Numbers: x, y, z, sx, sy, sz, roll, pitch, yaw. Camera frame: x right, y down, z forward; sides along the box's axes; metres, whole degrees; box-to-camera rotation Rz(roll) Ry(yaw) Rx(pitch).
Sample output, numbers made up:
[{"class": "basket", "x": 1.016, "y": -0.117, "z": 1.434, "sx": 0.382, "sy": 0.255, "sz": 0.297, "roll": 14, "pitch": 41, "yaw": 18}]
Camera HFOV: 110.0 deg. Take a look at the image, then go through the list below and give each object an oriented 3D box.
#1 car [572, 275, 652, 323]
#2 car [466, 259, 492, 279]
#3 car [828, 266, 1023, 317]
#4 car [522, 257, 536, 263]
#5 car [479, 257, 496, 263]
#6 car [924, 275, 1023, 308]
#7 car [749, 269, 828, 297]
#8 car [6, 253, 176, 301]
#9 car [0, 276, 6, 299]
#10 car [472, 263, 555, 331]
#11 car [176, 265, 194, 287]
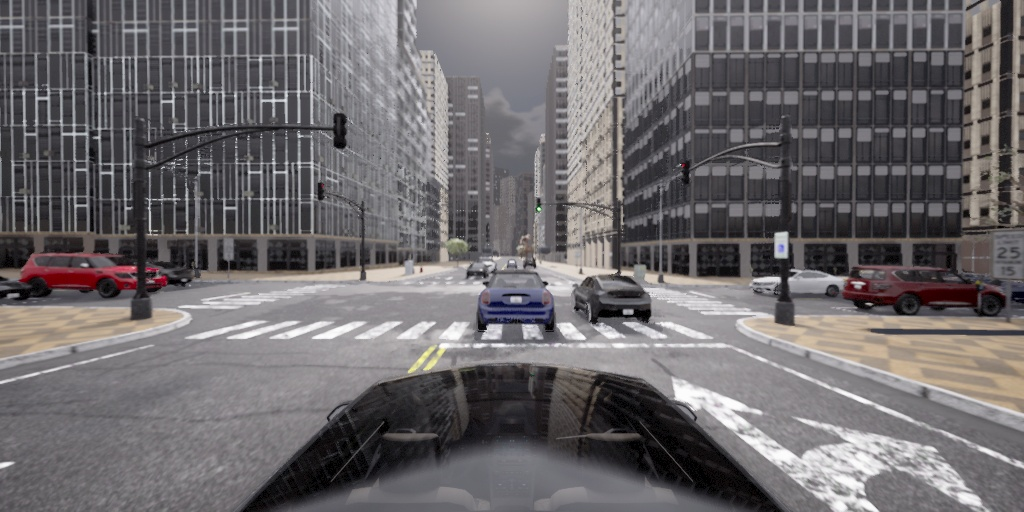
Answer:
[{"class": "car", "x": 3.348, "y": 1.397, "z": 12.750, "sx": 1.837, "sy": 1.490, "sz": 4.892, "roll": 0, "pitch": -1, "yaw": 0}, {"class": "car", "x": -3.341, "y": 1.352, "z": 35.198, "sx": 1.882, "sy": 1.535, "sz": 5.008, "roll": 0, "pitch": 0, "yaw": 0}, {"class": "car", "x": 16.194, "y": 1.333, "z": 14.288, "sx": 5.009, "sy": 1.841, "sz": 2.192, "roll": 0, "pitch": 0, "yaw": 1}, {"class": "car", "x": 3.255, "y": 1.191, "z": 65.047, "sx": 2.150, "sy": 2.045, "sz": 5.566, "roll": 0, "pitch": 0, "yaw": 0}, {"class": "car", "x": -3.326, "y": 1.129, "z": 45.148, "sx": 2.150, "sy": 2.045, "sz": 5.566, "roll": 0, "pitch": 0, "yaw": 0}, {"class": "car", "x": 22.867, "y": 1.646, "z": 16.816, "sx": 4.718, "sy": 1.301, "sz": 1.895, "roll": 1, "pitch": 1, "yaw": 2}, {"class": "car", "x": 15.894, "y": 1.474, "z": 20.072, "sx": 4.674, "sy": 1.442, "sz": 1.812, "roll": 0, "pitch": 1, "yaw": -1}, {"class": "car", "x": -20.280, "y": 0.889, "z": 17.477, "sx": 5.566, "sy": 2.045, "sz": 2.150, "roll": 0, "pitch": 1, "yaw": 1}, {"class": "car", "x": -22.731, "y": 1.242, "z": 14.820, "sx": 4.313, "sy": 1.339, "sz": 1.948, "roll": 0, "pitch": 0, "yaw": 1}, {"class": "car", "x": 0.109, "y": 1.203, "z": 11.414, "sx": 2.097, "sy": 1.767, "sz": 4.553, "roll": 0, "pitch": -1, "yaw": 0}, {"class": "car", "x": -21.260, "y": 1.125, "z": 20.681, "sx": 4.892, "sy": 1.490, "sz": 1.837, "roll": 1, "pitch": 1, "yaw": 1}]
